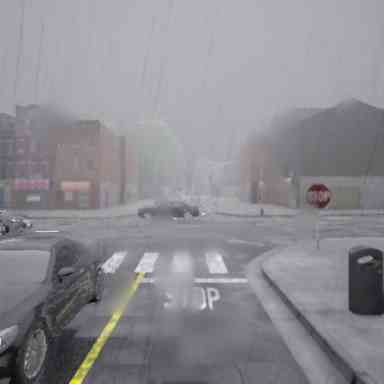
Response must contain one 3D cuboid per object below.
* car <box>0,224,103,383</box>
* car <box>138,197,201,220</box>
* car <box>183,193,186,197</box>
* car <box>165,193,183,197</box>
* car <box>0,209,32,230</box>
[{"bbox_3d":[-2.761,1.519,5.457,1.812,1.442,4.674,0,0,-1],"label":"car"},{"bbox_3d":[-1.835,1.425,26.689,5.008,1.535,1.882,0,0,0],"label":"car"},{"bbox_3d":[-2.415,1.369,51.393,2.128,1.511,4.902,0,0,0],"label":"car"},{"bbox_3d":[-2.536,1.263,38.849,2.097,1.767,4.553,0,0,2],"label":"car"},{"bbox_3d":[-10.662,1.405,16.709,4.902,1.511,2.128,0,-1,0],"label":"car"}]
